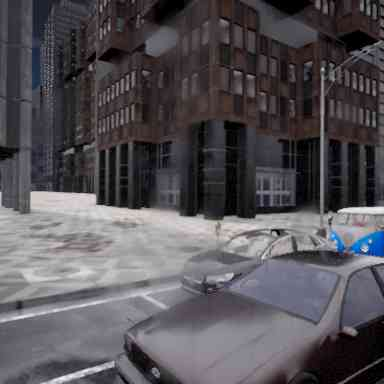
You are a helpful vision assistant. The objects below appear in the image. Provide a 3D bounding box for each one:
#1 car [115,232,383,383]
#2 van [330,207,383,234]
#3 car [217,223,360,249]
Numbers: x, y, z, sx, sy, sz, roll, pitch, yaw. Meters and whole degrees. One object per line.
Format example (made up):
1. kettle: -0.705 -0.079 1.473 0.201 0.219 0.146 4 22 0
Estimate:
1. car: 1.778 1.568 4.515 5.357 1.411 2.033 0 0 -35
2. van: 6.275 1.401 11.104 3.998 1.788 1.690 0 0 -35
3. car: 1.769 1.582 7.903 4.403 1.369 2.008 0 0 -35
